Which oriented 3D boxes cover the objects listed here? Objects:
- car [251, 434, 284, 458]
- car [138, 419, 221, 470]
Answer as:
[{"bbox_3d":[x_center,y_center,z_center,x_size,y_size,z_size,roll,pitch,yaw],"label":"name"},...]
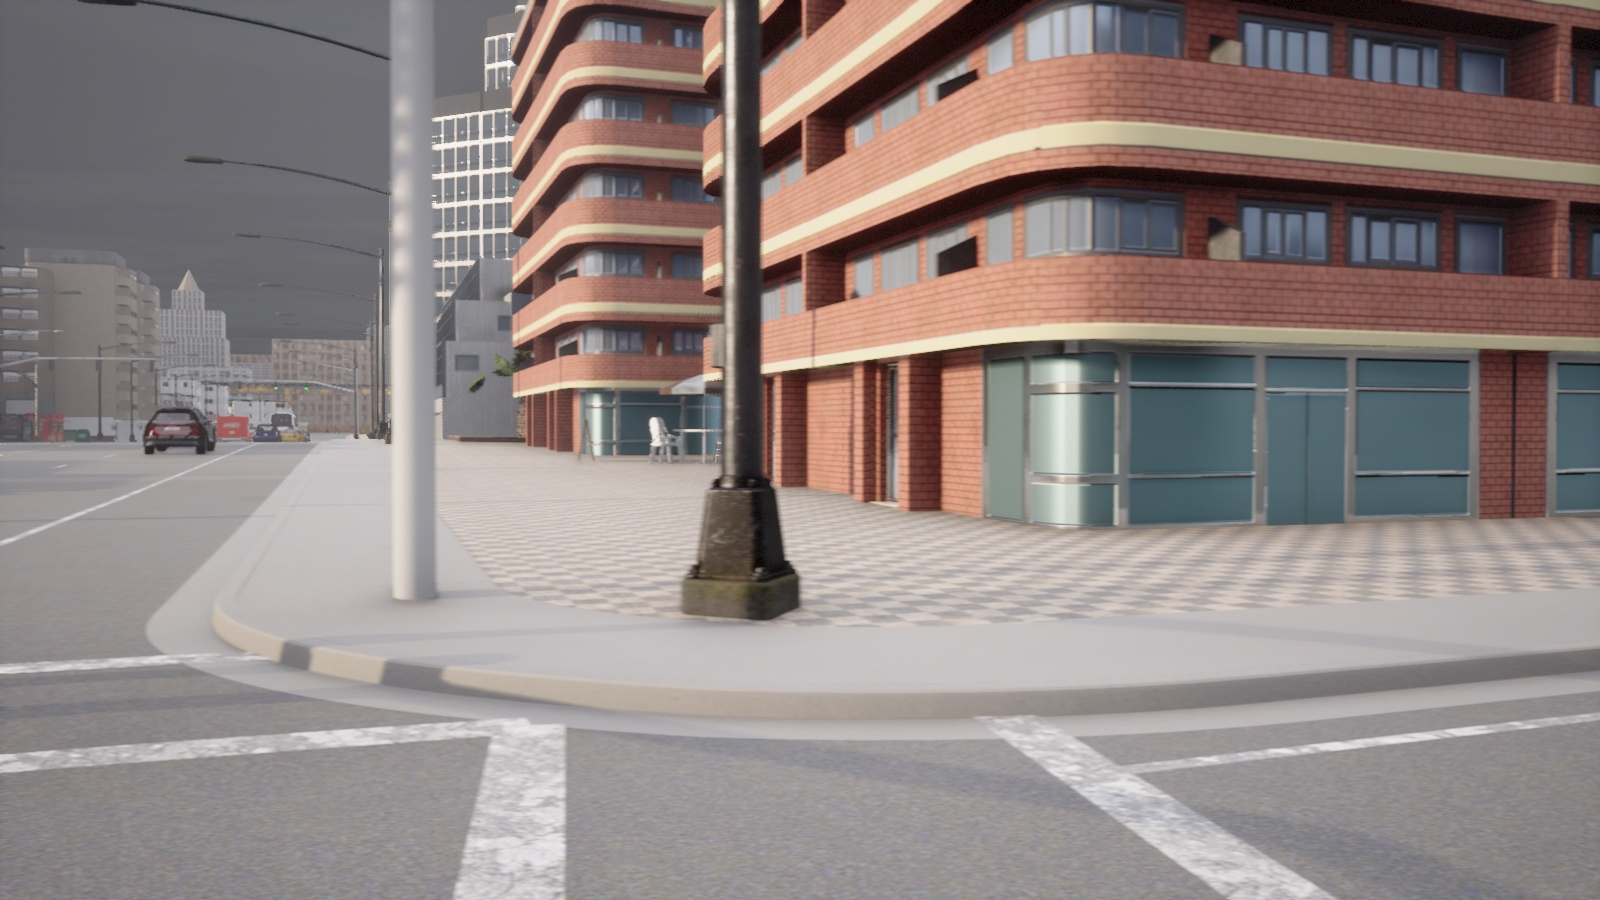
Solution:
[{"bbox_3d":[-37.717,-0.259,89.015,1.851,1.617,3.988,-2,0,-20],"label":"car"},{"bbox_3d":[-21.890,-0.255,44.483,2.033,1.649,4.856,-2,2,-20],"label":"car"}]
